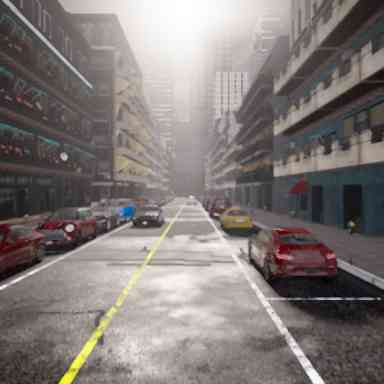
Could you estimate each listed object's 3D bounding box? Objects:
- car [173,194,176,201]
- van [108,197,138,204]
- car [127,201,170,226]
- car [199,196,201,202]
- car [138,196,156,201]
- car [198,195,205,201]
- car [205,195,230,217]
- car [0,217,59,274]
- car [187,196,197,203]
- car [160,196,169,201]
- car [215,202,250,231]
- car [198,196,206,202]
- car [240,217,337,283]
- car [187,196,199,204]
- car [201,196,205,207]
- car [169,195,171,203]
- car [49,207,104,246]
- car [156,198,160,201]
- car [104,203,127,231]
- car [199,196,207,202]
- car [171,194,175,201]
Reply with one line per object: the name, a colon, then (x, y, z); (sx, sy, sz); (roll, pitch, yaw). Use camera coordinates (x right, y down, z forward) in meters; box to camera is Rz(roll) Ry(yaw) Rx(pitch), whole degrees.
car: (-5.716, 1.809, 87.992); (2.008, 1.369, 4.403); (-1, 0, 0)
van: (-5.675, 1.417, 26.370); (1.690, 1.788, 3.998); (-1, 0, 0)
car: (-3.019, 1.617, 24.034); (2.033, 1.411, 5.357); (0, 0, 0)
car: (2.667, 1.473, 54.354); (2.192, 1.841, 5.009); (-1, 0, 0)
car: (-5.701, 1.424, 37.574); (2.192, 1.841, 5.009); (-1, 0, 0)
car: (2.661, 1.715, 93.567); (1.967, 1.590, 4.097); (-1, 0, 0)
car: (2.671, 1.407, 31.946); (2.192, 1.841, 5.009); (-1, 0, 0)
car: (-5.669, 1.610, 9.564); (1.802, 1.307, 4.206); (-1, 0, 0)
car: (-0.014, 1.649, 76.181); (2.128, 1.511, 4.902); (0, 0, 0)
car: (-5.711, 1.757, 59.982); (1.802, 1.307, 4.206); (-1, 0, 0)
car: (2.675, 1.586, 20.911); (1.752, 1.417, 4.829); (-1, 0, 0)
car: (2.664, 1.824, 87.965); (1.947, 1.339, 4.313); (-1, 0, 0)
car: (2.678, 1.610, 9.537); (1.802, 1.307, 4.206); (-1, 0, 0)
car: (-0.012, 1.717, 66.140); (1.812, 1.442, 4.674); (0, 0, 0)
car: (2.668, 1.440, 43.150); (2.192, 1.841, 5.009); (-1, 0, 0)
car: (-5.712, 1.773, 65.584); (1.802, 1.307, 4.206); (-1, 0, 0)
car: (-5.672, 1.484, 15.166); (1.967, 1.590, 4.097); (-1, 0, 0)
car: (-5.716, 1.676, 43.176); (2.008, 1.369, 4.403); (-1, 0, 0)
car: (-5.672, 1.611, 20.768); (2.008, 1.369, 4.403); (-1, 0, 0)
car: (2.665, 1.767, 82.533); (1.752, 1.417, 4.829); (-1, 0, 0)
car: (-5.714, 1.776, 76.789); (2.008, 1.369, 4.403); (-1, 0, 0)
